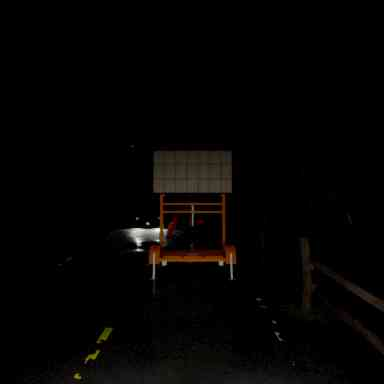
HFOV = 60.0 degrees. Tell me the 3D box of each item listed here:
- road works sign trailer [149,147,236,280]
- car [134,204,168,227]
[{"bbox_3d":[0.021,0.463,9.901,2.380,3.560,2.880,0,0,0],"label":"road works sign trailer"},{"bbox_3d":[-2.699,1.547,23.006,2.033,1.411,5.357,0,0,0],"label":"car"}]
